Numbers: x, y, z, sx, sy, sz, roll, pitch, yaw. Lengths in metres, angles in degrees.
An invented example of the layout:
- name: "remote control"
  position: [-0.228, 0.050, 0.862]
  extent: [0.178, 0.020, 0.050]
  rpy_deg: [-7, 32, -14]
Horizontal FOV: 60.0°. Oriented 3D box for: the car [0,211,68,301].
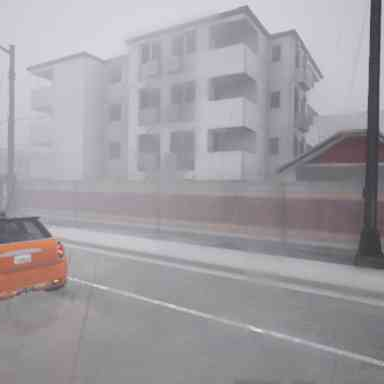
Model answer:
- name: "car"
  position: [-4.760, 1.169, 7.159]
  extent: [4.553, 1.767, 2.097]
  rpy_deg: [2, 1, 35]
